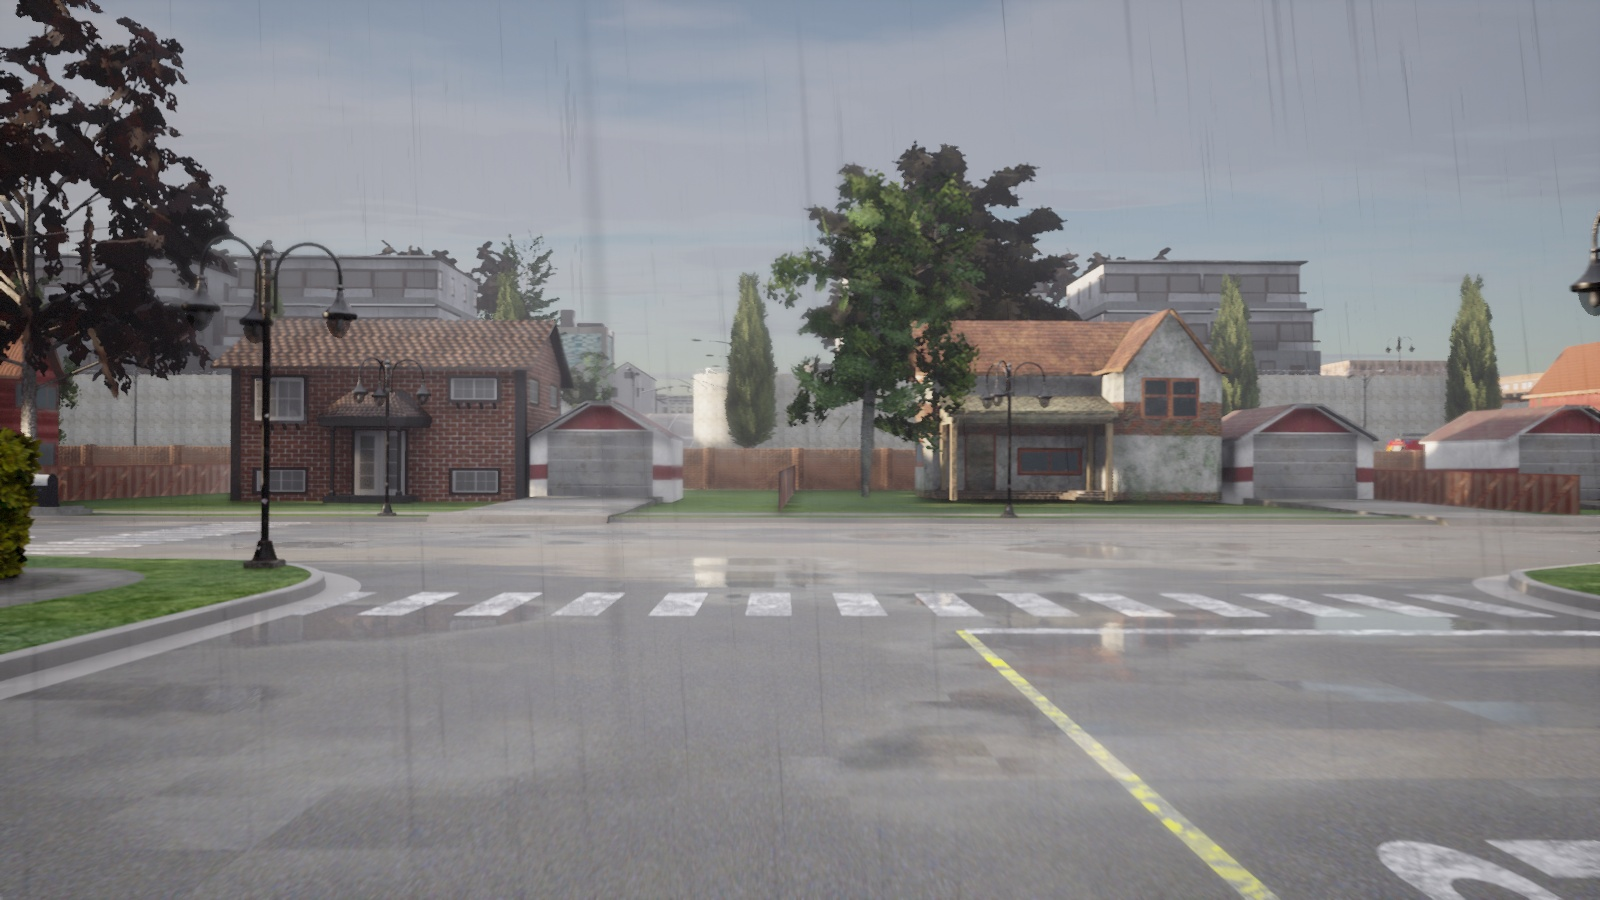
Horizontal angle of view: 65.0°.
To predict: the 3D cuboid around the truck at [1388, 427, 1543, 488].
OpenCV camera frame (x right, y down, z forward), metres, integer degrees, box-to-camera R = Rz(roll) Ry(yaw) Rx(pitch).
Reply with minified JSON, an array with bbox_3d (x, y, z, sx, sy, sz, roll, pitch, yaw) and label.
[{"bbox_3d":[42.977,0.510,81.261,8.468,3.827,2.891,0,-1,0],"label":"truck"}]
